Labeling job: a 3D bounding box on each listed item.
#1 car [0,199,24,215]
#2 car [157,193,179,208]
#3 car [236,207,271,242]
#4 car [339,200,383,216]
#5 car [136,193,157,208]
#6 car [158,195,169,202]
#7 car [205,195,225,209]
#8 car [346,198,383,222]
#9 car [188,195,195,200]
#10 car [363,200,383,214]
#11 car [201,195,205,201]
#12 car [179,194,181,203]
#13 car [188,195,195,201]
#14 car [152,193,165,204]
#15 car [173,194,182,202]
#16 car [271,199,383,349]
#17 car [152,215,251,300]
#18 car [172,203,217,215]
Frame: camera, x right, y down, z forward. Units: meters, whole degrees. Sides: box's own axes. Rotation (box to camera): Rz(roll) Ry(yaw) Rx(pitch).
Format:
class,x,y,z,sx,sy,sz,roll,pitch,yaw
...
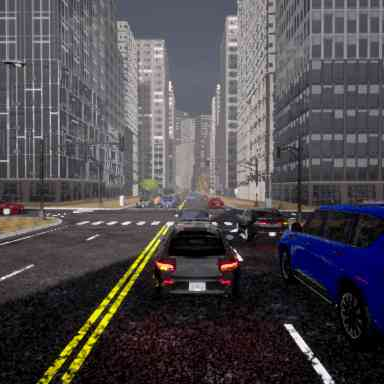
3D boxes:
class,x,y,z,sx,sy,sz,roll,pitch,yaw
car,-18.546,1.330,31.481,5.008,1.535,1.882,1,1,1
car,-3.389,1.318,47.851,2.097,1.767,4.553,0,0,0
car,3.336,1.496,16.243,1.837,1.490,4.892,0,0,0
car,17.973,1.618,34.118,4.902,1.511,2.128,1,1,1
car,-6.670,1.318,47.803,2.097,1.767,4.553,0,0,1
car,-6.571,1.471,76.450,2.033,1.411,5.357,0,0,0
car,3.229,1.448,45.008,1.882,1.535,5.008,0,0,-2
car,16.175,1.519,28.364,5.009,1.841,2.192,1,0,1
car,-0.083,1.461,90.673,1.994,1.385,4.181,0,0,0
car,21.776,1.643,36.656,4.829,1.417,1.752,1,0,1
car,3.177,1.443,80.393,1.812,1.442,4.674,0,0,0
car,-3.386,1.503,57.323,2.033,1.411,5.357,0,0,0
car,-0.074,1.464,80.776,2.033,1.411,5.357,0,0,0
car,-6.591,1.166,65.970,2.150,2.045,5.566,0,0,1
car,-3.321,1.285,77.348,2.097,1.767,4.553,0,0,0
car,3.348,1.218,6.383,2.150,2.045,5.566,0,0,0
car,0.092,1.522,8.240,1.812,1.442,4.674,0,0,0
car,0.086,1.538,17.514,2.033,1.411,5.357,0,0,0
